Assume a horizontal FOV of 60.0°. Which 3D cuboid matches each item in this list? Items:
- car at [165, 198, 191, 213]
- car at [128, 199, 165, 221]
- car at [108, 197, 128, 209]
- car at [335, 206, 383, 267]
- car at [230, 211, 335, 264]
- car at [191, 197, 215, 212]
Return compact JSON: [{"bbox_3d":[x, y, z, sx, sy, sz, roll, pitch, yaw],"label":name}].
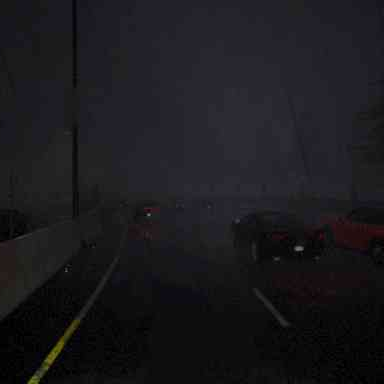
[{"bbox_3d":[-2.160,1.310,33.001,2.033,1.411,5.357,0,0,-19],"label":"car"},{"bbox_3d":[-3.560,1.327,25.310,1.837,1.490,4.892,0,0,-14],"label":"car"},{"bbox_3d":[-9.070,1.323,40.885,1.895,1.301,4.718,0,0,-24],"label":"car"},{"bbox_3d":[6.217,1.253,11.206,2.097,1.767,4.553,0,0,-6],"label":"car"},{"bbox_3d":[2.673,1.385,11.600,1.882,1.535,5.008,0,0,-6],"label":"car"},{"bbox_3d":[0.808,1.247,34.886,1.837,1.490,4.892,0,0,-19],"label":"car"}]
